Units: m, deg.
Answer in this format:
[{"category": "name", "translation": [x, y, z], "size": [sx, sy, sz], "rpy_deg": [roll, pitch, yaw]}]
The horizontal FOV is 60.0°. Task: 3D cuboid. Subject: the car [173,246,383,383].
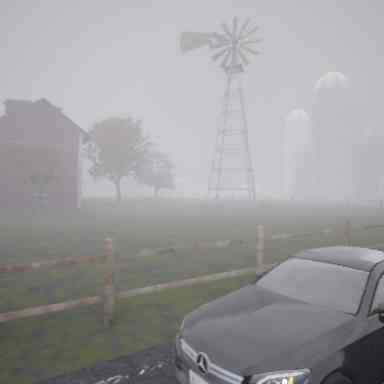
[{"category": "car", "translation": [1.961, 1.532, 4.452], "size": [4.674, 1.442, 1.812], "rpy_deg": [0, 0, -36]}]
